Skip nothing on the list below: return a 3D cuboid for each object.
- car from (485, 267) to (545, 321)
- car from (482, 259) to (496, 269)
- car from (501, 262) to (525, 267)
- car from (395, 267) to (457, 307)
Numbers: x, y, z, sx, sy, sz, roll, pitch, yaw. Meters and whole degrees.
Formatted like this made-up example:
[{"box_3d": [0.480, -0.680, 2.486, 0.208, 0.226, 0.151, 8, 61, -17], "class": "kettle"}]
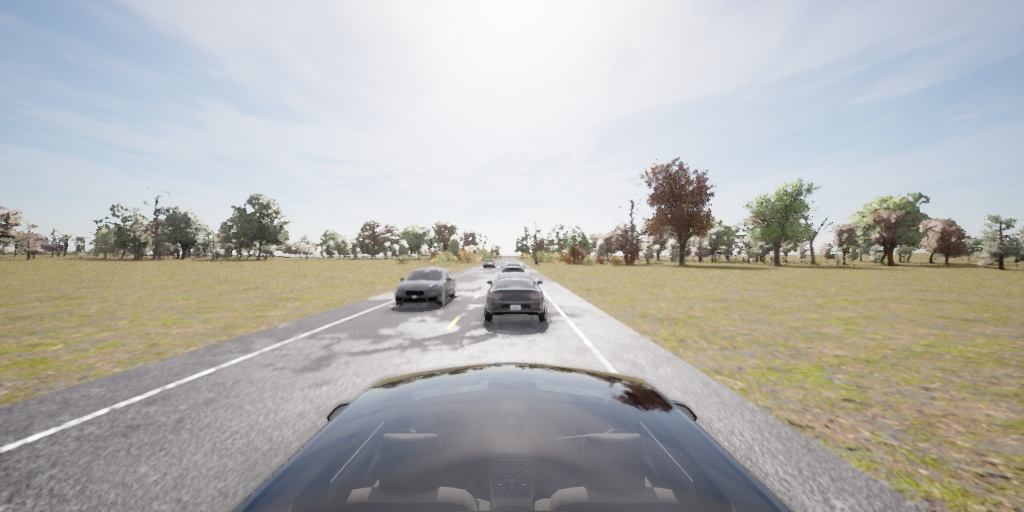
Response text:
[{"box_3d": [0.102, 1.277, 12.345, 1.812, 1.442, 4.674, 0, 0, 0], "class": "car"}, {"box_3d": [-3.556, 1.259, 56.283, 1.837, 1.490, 4.892, 0, 0, 0], "class": "car"}, {"box_3d": [0.103, 1.257, 30.273, 1.837, 1.490, 4.892, 0, 0, 0], "class": "car"}, {"box_3d": [-3.598, 1.256, 15.669, 1.837, 1.490, 4.892, 0, 0, 0], "class": "car"}]
